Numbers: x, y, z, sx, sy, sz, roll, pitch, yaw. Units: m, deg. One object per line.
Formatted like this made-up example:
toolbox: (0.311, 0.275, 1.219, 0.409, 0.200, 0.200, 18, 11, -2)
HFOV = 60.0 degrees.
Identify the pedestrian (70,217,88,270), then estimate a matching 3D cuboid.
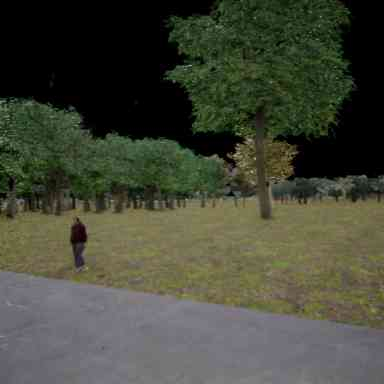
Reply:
pedestrian: (-3.864, 1.715, 11.344, 0.375, 1.860, 0.375, -3, -2, 33)
